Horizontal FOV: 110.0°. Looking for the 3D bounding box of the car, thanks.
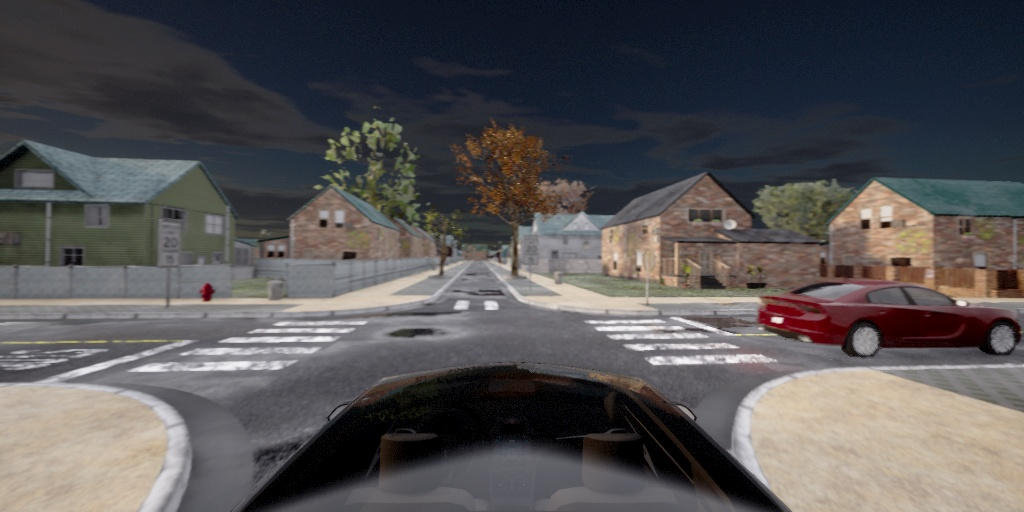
[{"bbox_3d":[8.256,1.273,8.046,5.008,1.535,1.882,1,0,-5],"label":"car"}]
